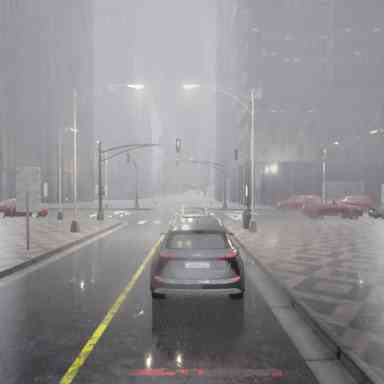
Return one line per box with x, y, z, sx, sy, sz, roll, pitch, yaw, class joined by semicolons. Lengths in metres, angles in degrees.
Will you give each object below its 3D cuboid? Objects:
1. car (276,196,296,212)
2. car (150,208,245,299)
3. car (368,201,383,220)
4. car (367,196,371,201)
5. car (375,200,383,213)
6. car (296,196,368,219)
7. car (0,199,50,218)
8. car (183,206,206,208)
12.188;1.325;37.727;5.009;1.841;2.192;0;1;0;car
0.126;1.428;8.434;2.033;1.649;4.856;0;0;1;car
17.827;1.742;29.211;4.313;1.339;1.947;0;1;0;car
17.831;1.353;37.732;5.009;1.841;2.192;0;1;0;car
23.473;1.633;37.739;4.313;1.339;1.947;0;1;0;car
12.185;1.463;29.203;5.009;1.841;2.192;0;1;0;car
-14.857;1.567;29.184;4.507;1.381;1.887;0;1;0;car
0.133;1.507;17.521;1.837;1.490;4.892;0;0;0;car
